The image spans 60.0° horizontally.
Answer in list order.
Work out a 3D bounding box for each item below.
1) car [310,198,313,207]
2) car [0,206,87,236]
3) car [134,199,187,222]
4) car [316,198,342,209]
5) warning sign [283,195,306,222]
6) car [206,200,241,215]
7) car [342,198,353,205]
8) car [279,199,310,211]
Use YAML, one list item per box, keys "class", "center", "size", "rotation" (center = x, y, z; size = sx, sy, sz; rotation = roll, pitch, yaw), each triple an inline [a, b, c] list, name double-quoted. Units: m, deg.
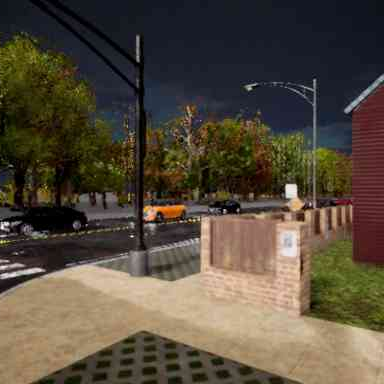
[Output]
- class: "car"
  center: [18.409, 1.654, 49.861]
  size: [1.812, 1.442, 4.674]
  rotation: [0, 0, 35]
- class: "car"
  center: [-8.044, 1.519, 18.457]
  size: [1.812, 1.442, 4.674]
  rotation: [0, 0, 36]
- class: "car"
  center: [-2.428, 1.378, 26.343]
  size: [2.097, 1.767, 4.553]
  rotation: [0, 0, 35]
- class: "car"
  center: [17.487, 1.621, 42.787]
  size: [1.837, 1.490, 4.892]
  rotation: [0, 0, 35]
- class: "warning sign"
  center: [7.360, 1.171, 23.797]
  size: [1.300, 1.860, 1.060]
  rotation: [0, 0, 35]
- class: "car"
  center: [3.335, 1.562, 34.436]
  size: [1.837, 1.490, 4.892]
  rotation: [0, 0, 35]
- class: "car"
  center: [23.530, 1.623, 51.290]
  size: [1.882, 1.535, 5.008]
  rotation: [0, 0, 36]
- class: "car"
  center: [12.699, 1.646, 41.747]
  size: [2.033, 1.411, 5.357]
  rotation: [0, 0, 36]
